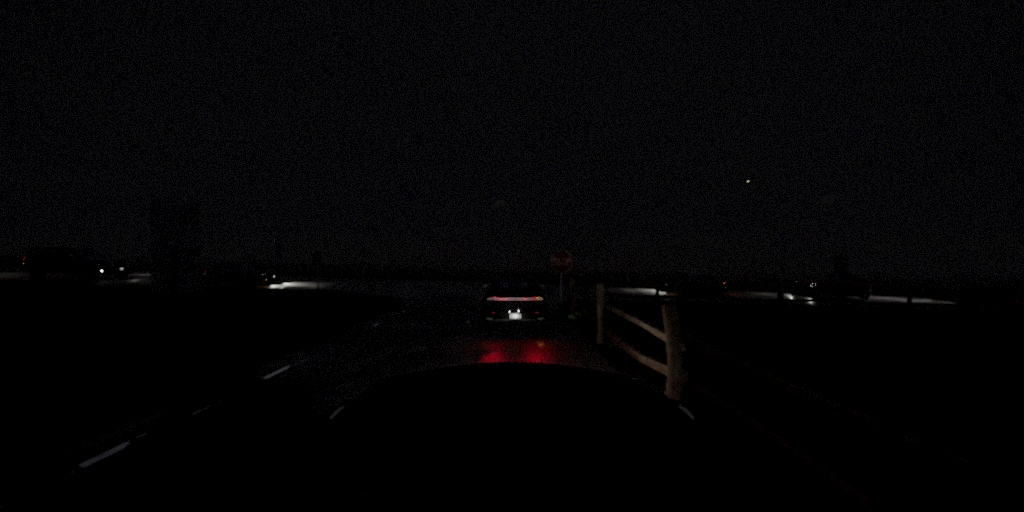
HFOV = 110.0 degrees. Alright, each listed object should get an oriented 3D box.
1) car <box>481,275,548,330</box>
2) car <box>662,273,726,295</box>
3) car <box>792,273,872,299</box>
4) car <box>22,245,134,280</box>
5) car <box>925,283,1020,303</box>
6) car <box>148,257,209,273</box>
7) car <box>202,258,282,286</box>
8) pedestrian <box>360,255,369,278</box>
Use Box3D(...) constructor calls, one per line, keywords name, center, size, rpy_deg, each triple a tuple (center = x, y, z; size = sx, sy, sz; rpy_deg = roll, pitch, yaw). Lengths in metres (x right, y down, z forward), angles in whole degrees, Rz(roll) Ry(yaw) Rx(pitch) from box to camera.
Box3D(name="car", center=(0.066, 1.344, 11.575), size=(2.128, 1.511, 4.902), rpy_deg=(0, -1, 0))
Box3D(name="car", center=(13.172, 1.962, 26.058), size=(4.181, 1.385, 1.994), rpy_deg=(2, 2, -1))
Box3D(name="car", center=(23.112, 2.059, 26.027), size=(4.553, 1.767, 2.097), rpy_deg=(2, 2, 0))
Box3D(name="car", center=(-28.060, 0.387, 23.276), size=(5.566, 2.045, 2.150), rpy_deg=(2, 2, 1))
Box3D(name="car", center=(33.237, 2.615, 25.988), size=(4.718, 1.301, 1.895), rpy_deg=(2, 2, 0))
Box3D(name="car", center=(-23.187, 0.769, 26.215), size=(5.357, 1.411, 2.033), rpy_deg=(2, 2, 0))
Box3D(name="car", center=(-17.412, 1.083, 23.250), size=(4.181, 1.385, 1.994), rpy_deg=(2, 2, 0))
Box3D(name="pedestrian", center=(-12.065, 0.838, 29.188), size=(0.375, 1.860, 0.375), rpy_deg=(0, 0, 0))
